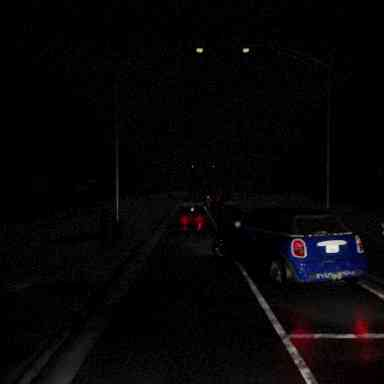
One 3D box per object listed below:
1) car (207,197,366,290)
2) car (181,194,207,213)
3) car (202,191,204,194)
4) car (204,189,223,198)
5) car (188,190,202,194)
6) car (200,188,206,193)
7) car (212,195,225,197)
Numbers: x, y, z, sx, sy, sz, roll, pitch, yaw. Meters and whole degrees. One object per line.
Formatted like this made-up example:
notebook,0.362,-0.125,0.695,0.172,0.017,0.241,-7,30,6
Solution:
car,2.283,1.185,9.032,2.097,1.767,4.553,0,1,-18
car,0.044,1.085,28.931,1.895,1.301,4.718,0,1,0
car,2.575,0.862,40.045,1.947,1.339,4.313,-1,1,0
car,2.581,0.827,34.641,1.967,1.590,4.097,-1,1,0
car,0.032,0.772,45.355,1.994,1.385,4.181,0,1,0
car,2.565,0.522,45.442,2.192,1.841,5.009,-1,1,0
car,2.597,1.154,23.840,1.802,1.307,4.206,-1,1,0
